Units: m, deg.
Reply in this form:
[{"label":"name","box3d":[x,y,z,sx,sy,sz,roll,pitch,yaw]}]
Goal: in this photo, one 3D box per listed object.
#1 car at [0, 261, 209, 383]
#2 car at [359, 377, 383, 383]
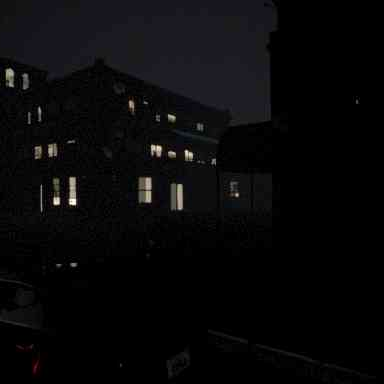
[{"label":"car","box3d":[-1.811,1.567,4.178,4.313,1.339,1.947,0,-1,35]},{"label":"car","box3d":[2.706,1.544,0.960,4.507,1.381,1.887,0,-1,35]}]
